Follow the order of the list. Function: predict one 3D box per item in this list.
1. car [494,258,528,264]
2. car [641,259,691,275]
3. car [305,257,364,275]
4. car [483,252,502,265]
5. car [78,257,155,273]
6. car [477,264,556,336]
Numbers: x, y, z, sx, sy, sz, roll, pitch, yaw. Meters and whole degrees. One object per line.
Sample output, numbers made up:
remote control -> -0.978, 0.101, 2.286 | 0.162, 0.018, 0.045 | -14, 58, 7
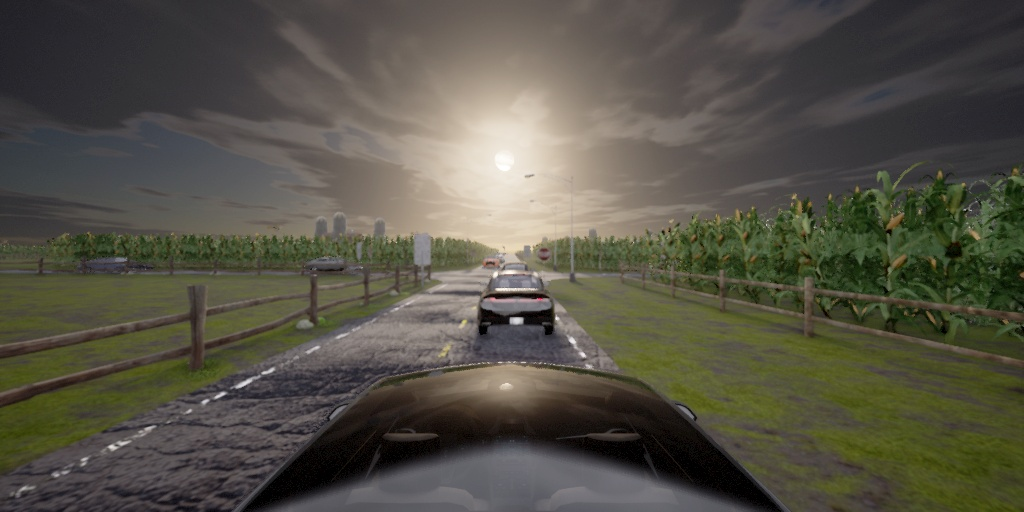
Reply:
car -> 0.262, 1.077, 20.972 | 1.837, 1.490, 4.892 | 0, 1, 3
car -> 15.131, 1.039, 34.698 | 5.008, 1.535, 1.882 | 0, 0, 1
car -> -15.762, 0.855, 32.015 | 4.902, 1.511, 2.128 | 0, 0, 2
car -> -2.838, 0.646, 49.146 | 2.097, 1.767, 4.553 | 0, 0, 0
car -> -35.571, 0.805, 32.254 | 5.357, 1.411, 2.033 | 0, 0, 1
car -> 0.099, 1.164, 10.142 | 2.128, 1.511, 4.902 | 0, 1, 0
